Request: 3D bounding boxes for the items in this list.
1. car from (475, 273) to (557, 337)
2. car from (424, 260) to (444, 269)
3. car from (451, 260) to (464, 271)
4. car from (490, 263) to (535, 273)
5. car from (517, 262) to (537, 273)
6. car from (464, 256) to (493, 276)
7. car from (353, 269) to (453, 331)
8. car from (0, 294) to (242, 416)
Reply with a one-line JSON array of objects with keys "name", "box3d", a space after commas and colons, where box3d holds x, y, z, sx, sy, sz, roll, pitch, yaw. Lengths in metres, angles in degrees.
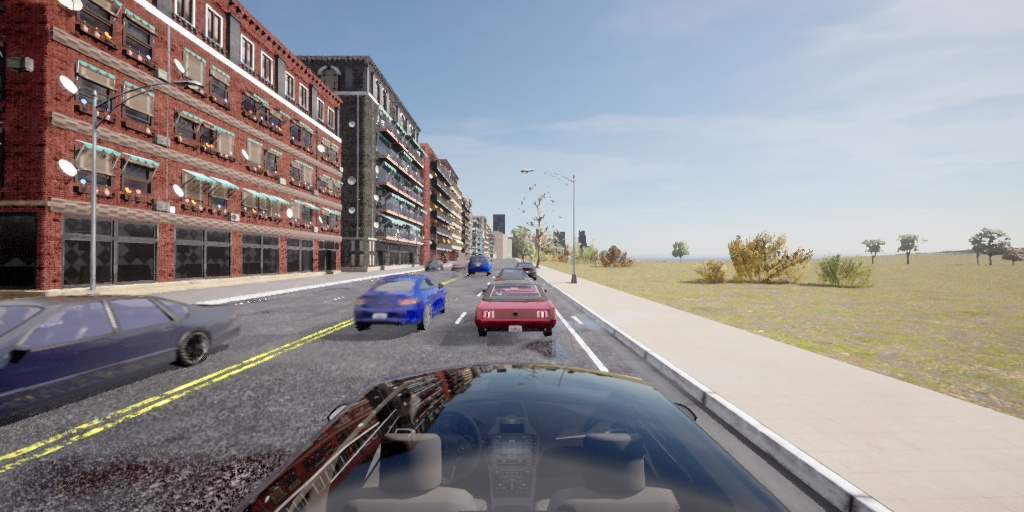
[{"name": "car", "box3d": [0.077, 1.352, 10.311, 1.895, 1.301, 4.718, 0, 0, 0]}, {"name": "car", "box3d": [-9.972, 1.257, 46.244, 1.837, 1.490, 4.892, 0, 0, 0]}, {"name": "car", "box3d": [-6.723, 1.278, 46.768, 1.812, 1.442, 4.674, 0, 0, 0]}, {"name": "car", "box3d": [0.040, 1.317, 20.341, 1.994, 1.385, 4.181, 0, 0, 0]}, {"name": "car", "box3d": [1.059, 1.258, 30.335, 1.837, 1.490, 4.892, 0, 0, 0]}, {"name": "car", "box3d": [-3.246, 0.976, 36.878, 2.150, 2.045, 5.566, 0, 0, 0]}, {"name": "car", "box3d": [-3.177, 1.277, 10.898, 1.812, 1.442, 4.674, 0, 0, 0]}, {"name": "car", "box3d": [-6.610, 1.298, 5.158, 2.033, 1.411, 5.357, 0, 0, 0]}]
